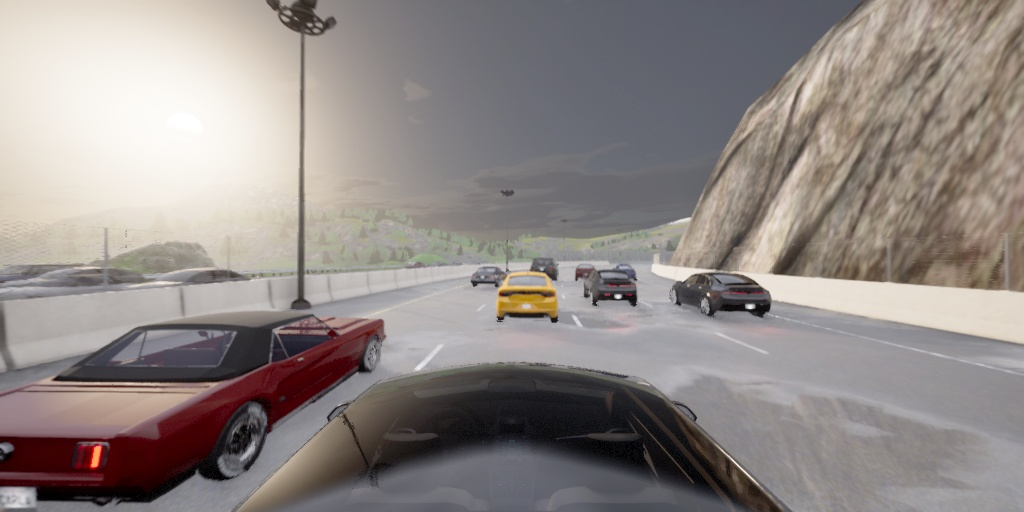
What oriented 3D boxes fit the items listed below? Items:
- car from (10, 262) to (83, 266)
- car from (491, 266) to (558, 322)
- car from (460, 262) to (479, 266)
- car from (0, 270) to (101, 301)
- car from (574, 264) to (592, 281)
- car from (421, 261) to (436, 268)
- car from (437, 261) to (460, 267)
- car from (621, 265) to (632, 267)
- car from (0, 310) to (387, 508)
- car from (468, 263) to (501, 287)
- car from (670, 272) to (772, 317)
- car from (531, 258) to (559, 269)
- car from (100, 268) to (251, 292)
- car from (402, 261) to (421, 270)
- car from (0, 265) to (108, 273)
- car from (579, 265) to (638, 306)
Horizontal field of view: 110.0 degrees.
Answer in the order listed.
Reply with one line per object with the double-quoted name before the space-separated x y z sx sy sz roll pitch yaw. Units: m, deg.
"car" -23.779 1.142 17.665 2.097 1.767 4.553 0 0 5
"car" 0.566 1.301 12.667 1.882 1.535 5.008 0 0 3
"car" -5.787 1.651 55.389 1.994 1.385 4.181 0 0 17
"car" -17.096 1.383 13.746 1.895 1.301 4.718 0 0 4
"car" 6.902 1.457 33.626 1.882 1.535 5.008 0 0 11
"car" -12.179 1.580 58.360 2.128 1.511 4.902 0 0 18
"car" -9.249 1.573 56.008 2.128 1.511 4.902 0 0 17
"car" 10.451 1.514 33.524 1.812 1.442 4.674 0 0 11
"car" -3.311 1.361 4.647 1.895 1.301 4.718 0 0 1
"car" -1.559 1.452 25.904 2.033 1.411 5.357 0 0 8
"car" 7.664 1.355 13.677 1.837 1.490 4.892 0 0 4
"car" 2.821 1.172 30.966 2.150 2.045 5.566 0 0 10
"car" -13.465 1.306 15.136 1.837 1.490 4.892 0 0 4
"car" -15.922 1.604 58.151 1.812 1.442 4.674 0 0 17
"car" -20.344 1.299 16.882 1.837 1.490 4.892 0 0 5
"car" 4.400 1.365 16.552 1.837 1.490 4.892 0 0 5
